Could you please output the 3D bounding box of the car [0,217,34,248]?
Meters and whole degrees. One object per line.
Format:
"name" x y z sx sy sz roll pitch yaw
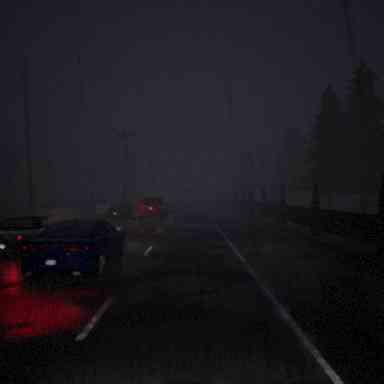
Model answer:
"car" -6.899 1.717 14.353 1.895 1.301 4.718 0 0 0

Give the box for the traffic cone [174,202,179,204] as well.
"traffic cone" -3.319 2.575 76.761 0.340 0.580 0.340 0 0 -10

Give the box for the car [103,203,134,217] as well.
"car" -6.912 1.785 32.123 1.812 1.442 4.674 0 0 0

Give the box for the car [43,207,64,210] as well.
"car" -21.035 2.009 50.674 1.895 1.301 4.718 0 0 1

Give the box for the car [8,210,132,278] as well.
"car" -3.399 1.563 10.478 1.882 1.535 5.008 0 0 0

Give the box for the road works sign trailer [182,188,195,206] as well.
"road works sign trailer" -0.689 1.031 70.117 2.380 3.560 2.880 0 0 -10

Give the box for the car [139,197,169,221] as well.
"car" -3.397 1.466 30.160 2.150 2.045 5.566 0 0 0
